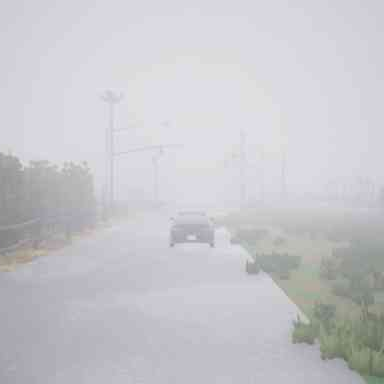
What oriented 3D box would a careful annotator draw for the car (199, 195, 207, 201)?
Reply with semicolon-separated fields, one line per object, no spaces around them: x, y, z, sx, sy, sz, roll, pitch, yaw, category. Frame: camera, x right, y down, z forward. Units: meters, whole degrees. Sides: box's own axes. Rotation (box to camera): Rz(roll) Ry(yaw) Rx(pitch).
2.867;1.435;85.757;1.882;1.535;5.008;0;0;3;car

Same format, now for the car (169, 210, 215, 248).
0.000;1.530;14.650;1.812;1.442;4.674;0;0;0;car
